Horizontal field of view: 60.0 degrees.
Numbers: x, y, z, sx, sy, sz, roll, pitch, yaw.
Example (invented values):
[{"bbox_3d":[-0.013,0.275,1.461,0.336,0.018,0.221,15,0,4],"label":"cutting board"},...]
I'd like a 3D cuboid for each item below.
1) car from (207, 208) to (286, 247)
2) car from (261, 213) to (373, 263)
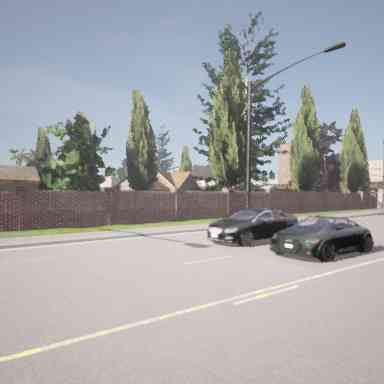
[{"bbox_3d":[2.865,1.500,15.030,4.902,1.511,2.128,0,0,-37],"label":"car"},{"bbox_3d":[4.760,1.572,12.079,4.181,1.385,1.994,0,0,-37],"label":"car"}]
